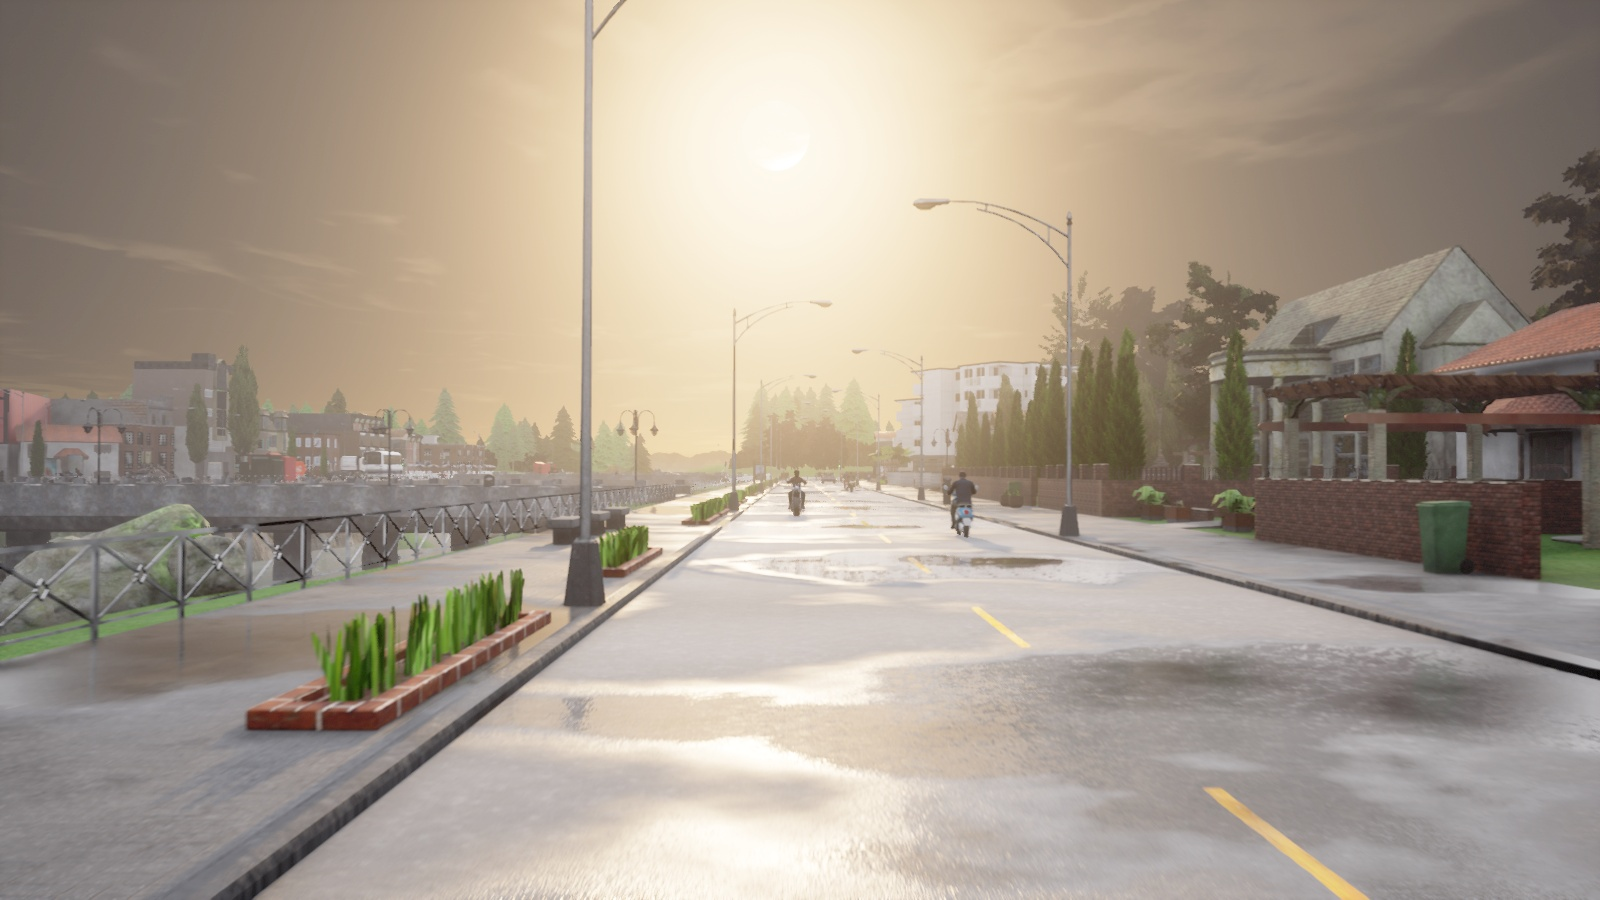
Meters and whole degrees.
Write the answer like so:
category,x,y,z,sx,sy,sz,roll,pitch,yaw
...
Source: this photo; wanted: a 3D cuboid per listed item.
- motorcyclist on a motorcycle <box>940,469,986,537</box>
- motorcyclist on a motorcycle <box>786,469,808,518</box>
category,x,y,z,sx,sy,sz,roll,pitch,yaw
motorcyclist on a motorcycle,3.928,1.263,30.474,0.866,1.590,1.817,0,-1,0
motorcyclist on a motorcycle,-0.103,1.496,43.649,0.766,1.649,2.350,0,-1,0
